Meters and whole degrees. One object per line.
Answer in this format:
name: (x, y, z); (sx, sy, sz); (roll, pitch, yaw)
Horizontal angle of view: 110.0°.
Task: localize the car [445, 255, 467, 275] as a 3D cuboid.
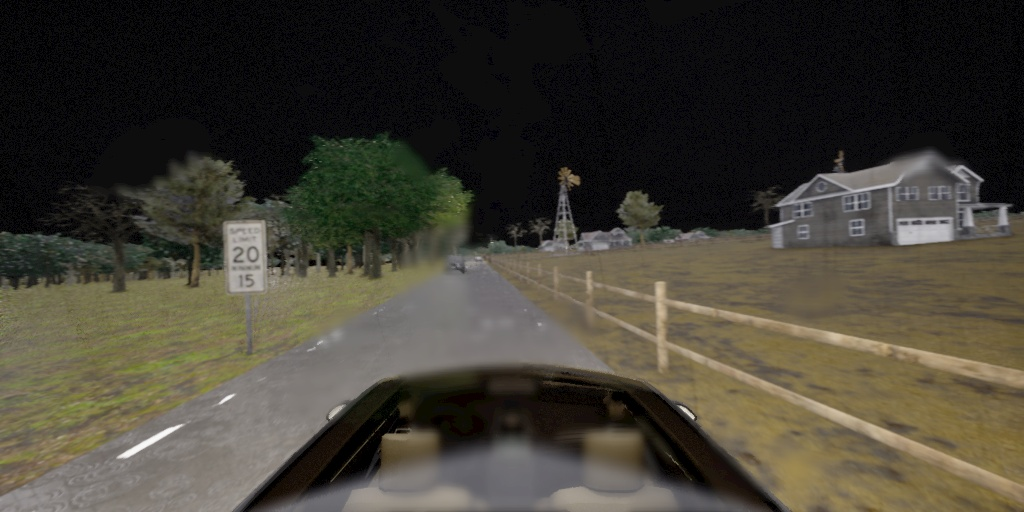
car: (-6.337, 0.975, 40.848); (2.150, 2.045, 5.566); (-2, 0, -5)
